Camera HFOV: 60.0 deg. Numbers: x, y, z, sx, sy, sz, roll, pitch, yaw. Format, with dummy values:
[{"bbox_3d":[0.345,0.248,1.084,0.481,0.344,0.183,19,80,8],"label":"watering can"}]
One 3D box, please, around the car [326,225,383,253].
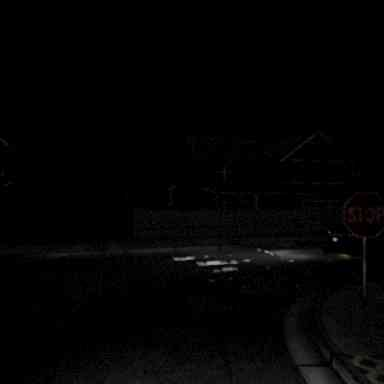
[{"bbox_3d":[8.315,1.772,14.887,4.902,1.511,2.128,1,-1,-21],"label":"car"}]
